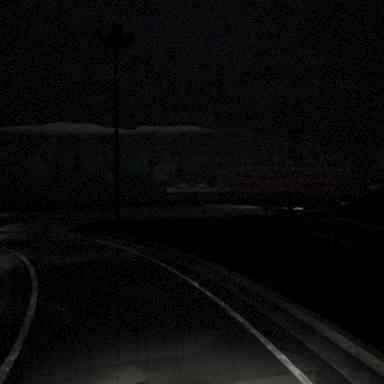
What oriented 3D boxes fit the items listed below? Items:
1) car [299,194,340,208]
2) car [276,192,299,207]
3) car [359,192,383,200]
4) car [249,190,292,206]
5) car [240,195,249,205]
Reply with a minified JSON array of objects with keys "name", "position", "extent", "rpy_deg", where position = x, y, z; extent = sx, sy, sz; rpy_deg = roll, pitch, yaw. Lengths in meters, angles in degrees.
[{"name":"car","position":[14.889,1.154,38.200],"extent":[4.181,1.385,1.994],"rpy_deg":[-1,0,-22]},{"name":"car","position":[13.359,1.092,41.356],"extent":[4.892,1.490,1.837],"rpy_deg":[-1,0,-22]},{"name":"car","position":[30.083,0.807,55.418],"extent":[4.902,1.511,2.128],"rpy_deg":[-1,0,-21]},{"name":"car","position":[10.913,0.819,44.153],"extent":[5.566,2.045,2.150],"rpy_deg":[-1,0,-22]},{"name":"car","position":[9.607,0.813,47.397],"extent":[5.566,2.045,2.150],"rpy_deg":[-1,0,-22]}]
